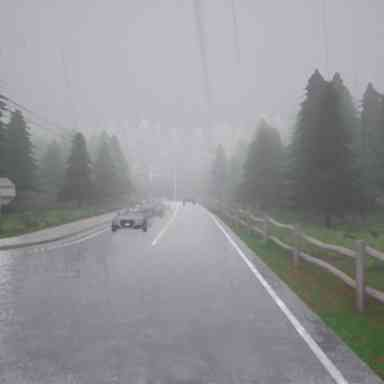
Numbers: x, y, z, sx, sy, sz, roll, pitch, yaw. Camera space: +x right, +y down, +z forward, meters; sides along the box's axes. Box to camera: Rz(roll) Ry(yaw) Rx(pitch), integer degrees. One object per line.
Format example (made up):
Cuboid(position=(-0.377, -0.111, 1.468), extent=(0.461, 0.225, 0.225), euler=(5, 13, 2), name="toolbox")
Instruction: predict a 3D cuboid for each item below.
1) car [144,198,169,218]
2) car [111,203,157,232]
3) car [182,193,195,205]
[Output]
Cuboid(position=(-3.557, 1.382, 30.102), extent=(2.097, 1.767, 4.553), euler=(0, 0, 0), name="car")
Cuboid(position=(-3.523, 1.584, 20.159), extent=(1.994, 1.385, 4.181), euler=(0, 0, 0), name="car")
Cuboid(position=(-0.639, 1.281, 62.412), extent=(2.150, 2.045, 5.566), euler=(0, -1, -2), name="car")
